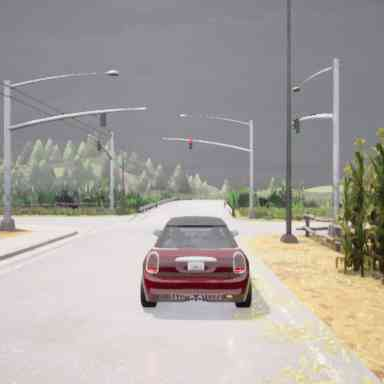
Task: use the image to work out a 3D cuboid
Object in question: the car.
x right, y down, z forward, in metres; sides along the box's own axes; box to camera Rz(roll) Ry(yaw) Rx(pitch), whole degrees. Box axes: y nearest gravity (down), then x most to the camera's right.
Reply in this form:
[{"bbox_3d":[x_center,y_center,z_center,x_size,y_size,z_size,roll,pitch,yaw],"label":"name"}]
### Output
[{"bbox_3d":[0.096,1.351,8.091,2.097,1.767,4.553,0,0,1],"label":"car"}]
